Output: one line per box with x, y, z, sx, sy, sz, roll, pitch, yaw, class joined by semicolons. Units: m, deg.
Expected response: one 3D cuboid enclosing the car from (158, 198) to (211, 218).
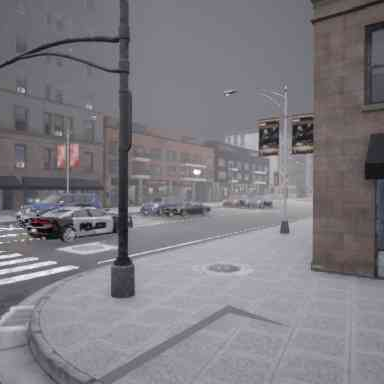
-0.388;1.479;28.424;1.895;1.301;4.718;1;1;35;car

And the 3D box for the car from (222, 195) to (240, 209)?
5.754;1.152;42.709;2.097;1.767;4.553;1;1;36;car

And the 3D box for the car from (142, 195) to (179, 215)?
-2.697;1.204;30.781;2.097;1.767;4.553;1;1;35;car

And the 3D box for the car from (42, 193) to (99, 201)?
-8.658;1.113;22.337;2.150;2.045;5.566;1;1;35;car

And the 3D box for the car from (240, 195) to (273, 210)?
8.186;1.178;40.522;2.097;1.767;4.553;1;0;36;car

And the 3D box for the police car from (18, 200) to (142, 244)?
-5.092;1.377;15.956;1.930;1.638;5.238;1;1;35;police car
